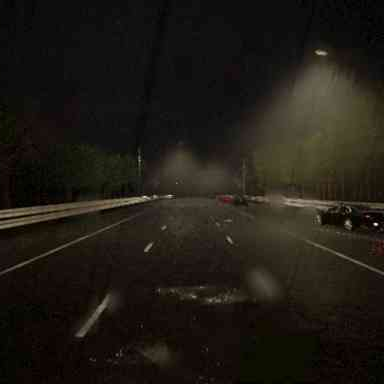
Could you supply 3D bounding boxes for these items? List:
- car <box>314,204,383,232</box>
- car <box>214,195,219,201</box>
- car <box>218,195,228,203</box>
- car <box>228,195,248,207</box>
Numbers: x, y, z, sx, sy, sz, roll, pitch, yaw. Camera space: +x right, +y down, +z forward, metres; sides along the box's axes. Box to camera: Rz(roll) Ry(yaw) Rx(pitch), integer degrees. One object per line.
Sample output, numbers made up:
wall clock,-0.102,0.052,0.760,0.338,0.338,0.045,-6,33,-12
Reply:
car,9.433,1.487,20.343,1.837,1.490,4.892,0,0,-12
car,7.111,1.504,83.981,1.812,1.442,4.674,0,0,0
car,7.050,1.488,67.963,1.994,1.385,4.181,0,0,0
car,7.015,1.284,49.758,2.097,1.767,4.553,0,0,0
